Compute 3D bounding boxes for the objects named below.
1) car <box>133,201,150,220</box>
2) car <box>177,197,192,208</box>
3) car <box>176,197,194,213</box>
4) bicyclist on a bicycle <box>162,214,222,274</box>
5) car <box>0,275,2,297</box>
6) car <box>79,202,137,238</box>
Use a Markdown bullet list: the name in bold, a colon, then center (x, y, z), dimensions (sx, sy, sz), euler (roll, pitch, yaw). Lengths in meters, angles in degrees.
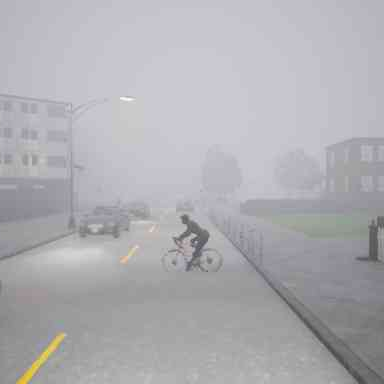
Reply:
- **car**: center (-4.699, 1.524, 28.355), dimensions (1.812, 1.442, 4.674), euler (0, 0, -1)
- **car**: center (-1.037, 1.489, 48.303), dimensions (2.128, 1.511, 4.902), euler (0, 0, -1)
- **car**: center (-0.765, 1.562, 37.571), dimensions (1.994, 1.385, 4.181), euler (0, 0, 0)
- **bicyclist on a bicycle**: center (-0.013, 1.439, 9.128), dimensions (1.656, 1.620, 0.582), euler (-2, 0, -1)
- **car**: center (-4.153, 1.526, 3.972), dimensions (1.812, 1.442, 4.674), euler (0, 0, -1)
- **car**: center (-4.473, 1.492, 17.590), dimensions (2.128, 1.511, 4.902), euler (0, 0, -1)
